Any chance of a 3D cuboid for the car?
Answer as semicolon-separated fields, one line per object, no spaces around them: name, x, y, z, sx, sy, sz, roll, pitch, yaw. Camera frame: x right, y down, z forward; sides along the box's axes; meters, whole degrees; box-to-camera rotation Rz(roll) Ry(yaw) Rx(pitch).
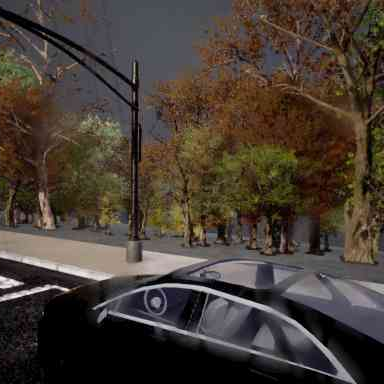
car;0.259;1.491;3.489;4.902;1.511;2.128;0;0;37
